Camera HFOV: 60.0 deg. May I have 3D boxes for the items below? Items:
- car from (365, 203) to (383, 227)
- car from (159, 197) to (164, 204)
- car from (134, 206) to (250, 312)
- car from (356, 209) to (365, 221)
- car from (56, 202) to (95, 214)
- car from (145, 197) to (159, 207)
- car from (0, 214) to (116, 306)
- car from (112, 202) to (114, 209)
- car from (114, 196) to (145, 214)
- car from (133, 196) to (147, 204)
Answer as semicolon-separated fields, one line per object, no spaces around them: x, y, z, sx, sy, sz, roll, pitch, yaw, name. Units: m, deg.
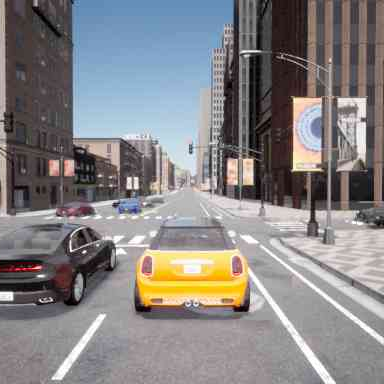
13.382;1.526;20.385;4.181;1.385;1.994;0;1;0;car
-6.553;1.593;64.396;1.994;1.385;4.181;0;0;0;car
0.010;1.351;7.864;2.097;1.767;4.553;0;0;0;car
13.983;1.470;23.535;4.181;1.385;1.994;0;1;0;car
-10.550;1.575;30.324;1.994;1.385;4.181;0;0;11;car
-6.597;1.516;48.649;2.128;1.511;4.902;0;0;0;car
-3.154;1.504;8.008;1.837;1.490;4.892;0;0;0;car
-9.857;1.624;46.563;1.895;1.301;4.718;0;0;0;car
-6.603;1.493;35.877;1.882;1.535;5.008;0;0;0;car
-9.807;1.535;63.095;1.837;1.490;4.892;0;0;0;car
